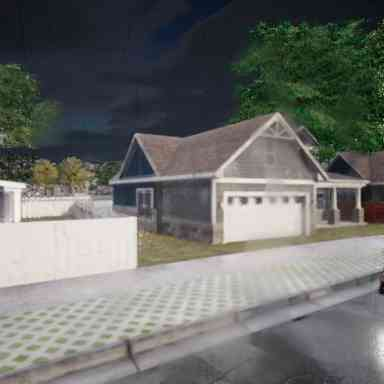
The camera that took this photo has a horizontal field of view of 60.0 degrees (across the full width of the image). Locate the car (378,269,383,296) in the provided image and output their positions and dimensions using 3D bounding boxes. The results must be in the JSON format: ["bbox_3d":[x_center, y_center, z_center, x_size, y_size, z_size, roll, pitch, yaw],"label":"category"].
[{"bbox_3d":[5.818,1.580,7.052,4.181,1.385,1.994,0,0,-35],"label":"car"}]
